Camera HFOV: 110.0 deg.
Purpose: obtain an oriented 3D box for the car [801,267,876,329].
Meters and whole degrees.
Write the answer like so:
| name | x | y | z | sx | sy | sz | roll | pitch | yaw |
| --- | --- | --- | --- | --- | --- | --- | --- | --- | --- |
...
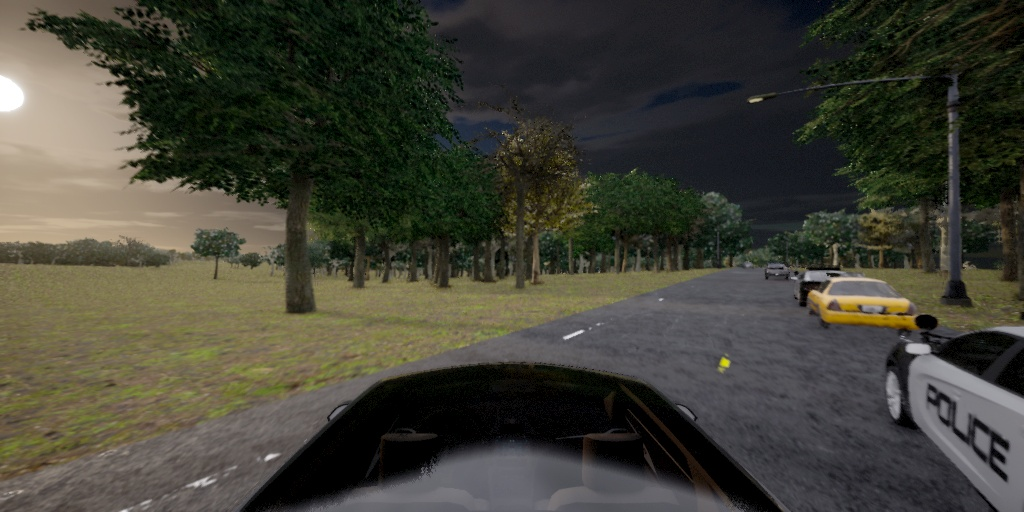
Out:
| name | x | y | z | sx | sy | sz | roll | pitch | yaw |
| --- | --- | --- | --- | --- | --- | --- | --- | --- | --- |
| car | 10.242 | 1.286 | 10.845 | 1.801 | 1.575 | 5.366 | -1 | -1 | 35 |

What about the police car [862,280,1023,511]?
| name | x | y | z | sx | sy | sz | roll | pitch | yaw |
| --- | --- | --- | --- | --- | --- | --- | --- | --- | --- |
| police car | 4.485 | 1.180 | 2.567 | 1.930 | 1.638 | 5.238 | -1 | -1 | 35 |

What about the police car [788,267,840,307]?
| name | x | y | z | sx | sy | sz | roll | pitch | yaw |
| --- | --- | --- | --- | --- | --- | --- | --- | --- | --- |
| police car | 13.623 | 1.295 | 15.704 | 1.930 | 1.638 | 5.238 | -1 | -1 | 35 |

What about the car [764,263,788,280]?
| name | x | y | z | sx | sy | sz | roll | pitch | yaw |
| --- | --- | --- | --- | --- | --- | --- | --- | --- | --- |
| car | 25.560 | 1.475 | 34.649 | 2.128 | 1.511 | 4.902 | -1 | -1 | 35 |

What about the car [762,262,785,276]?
| name | x | y | z | sx | sy | sz | roll | pitch | yaw |
| --- | --- | --- | --- | --- | --- | --- | --- | --- | --- |
| car | 32.062 | 1.538 | 44.050 | 2.128 | 1.511 | 4.902 | -1 | -1 | 35 |
